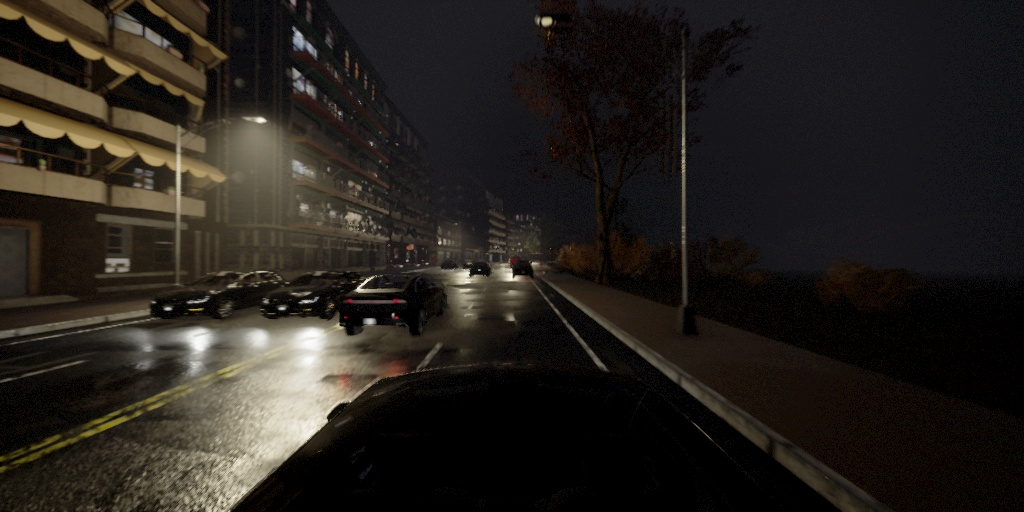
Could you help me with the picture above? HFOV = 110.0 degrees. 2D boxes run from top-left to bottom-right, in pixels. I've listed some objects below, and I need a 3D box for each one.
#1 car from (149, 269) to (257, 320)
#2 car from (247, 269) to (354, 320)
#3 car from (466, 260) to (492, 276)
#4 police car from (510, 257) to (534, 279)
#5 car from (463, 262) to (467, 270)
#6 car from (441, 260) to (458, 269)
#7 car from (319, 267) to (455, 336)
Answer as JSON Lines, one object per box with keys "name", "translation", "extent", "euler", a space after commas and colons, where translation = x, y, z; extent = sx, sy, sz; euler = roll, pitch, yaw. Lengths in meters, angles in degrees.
{"name": "car", "translation": [-9.852, 1.256, 12.693], "extent": [1.837, 1.490, 4.892], "euler": [0, 0, 0]}
{"name": "car", "translation": [-6.602, 1.256, 12.715], "extent": [1.837, 1.490, 4.892], "euler": [0, 0, 0]}
{"name": "car", "translation": [-3.167, 1.328, 36.718], "extent": [1.994, 1.385, 4.181], "euler": [0, 0, 0]}
{"name": "police car", "translation": [0.957, 1.188, 33.238], "extent": [1.930, 1.638, 5.238], "euler": [0, 0, 0]}
{"name": "car", "translation": [-6.262, 1.343, 54.812], "extent": [1.994, 1.385, 4.181], "euler": [0, 0, 2]}
{"name": "car", "translation": [-9.516, 1.328, 54.957], "extent": [2.033, 1.411, 5.357], "euler": [0, 0, 3]}
{"name": "car", "translation": [-3.154, 1.243, 10.371], "extent": [2.128, 1.511, 4.902], "euler": [0, 0, 0]}
